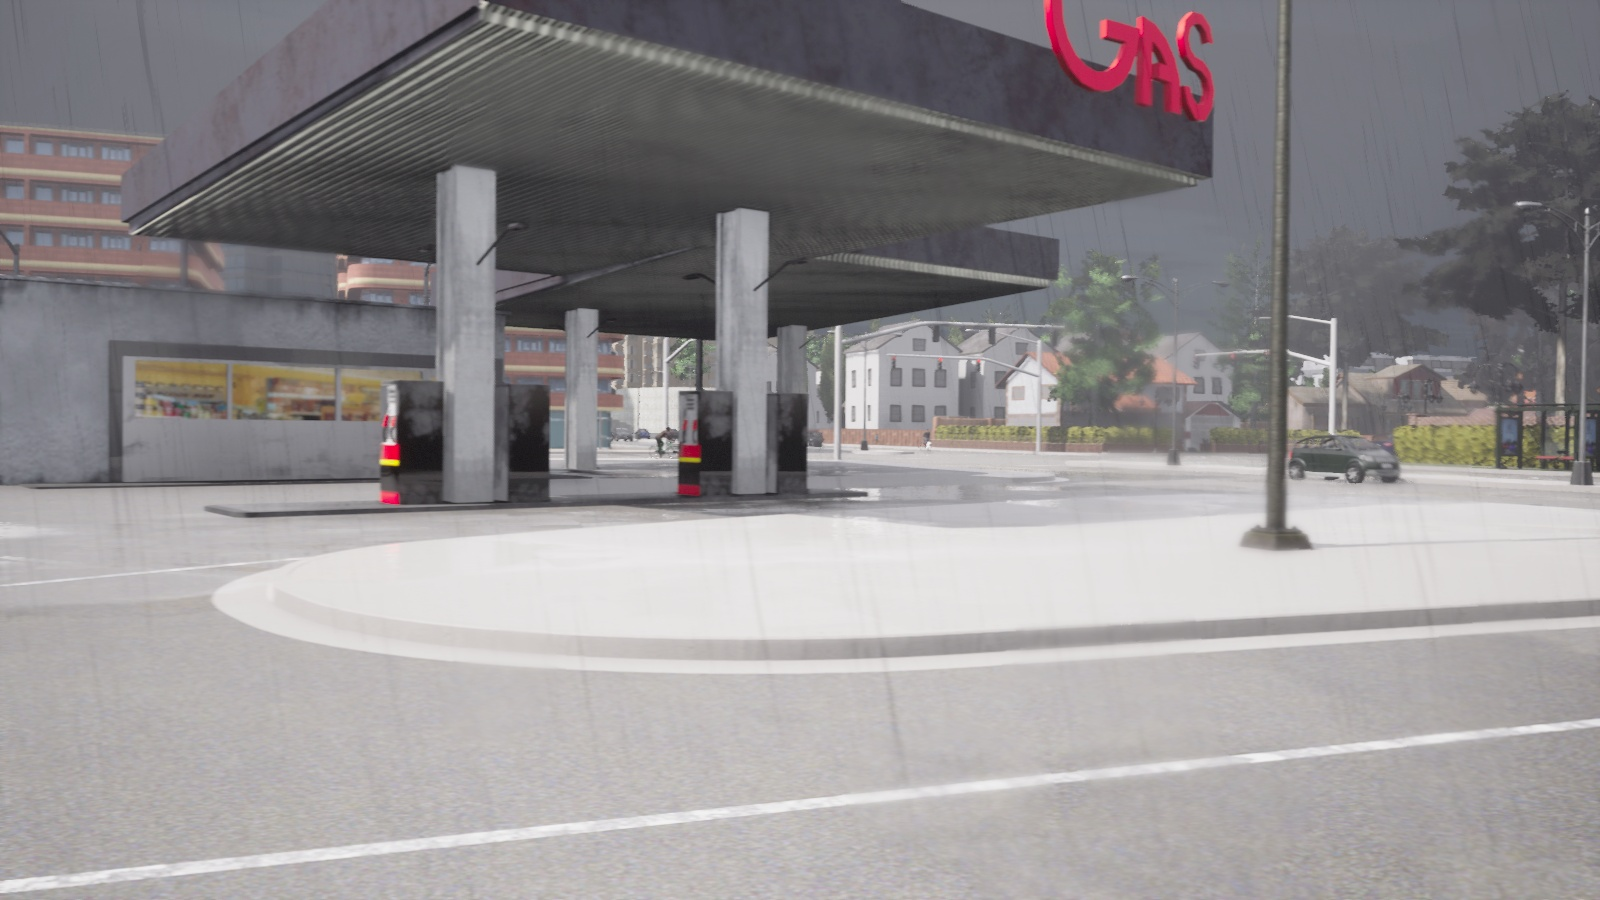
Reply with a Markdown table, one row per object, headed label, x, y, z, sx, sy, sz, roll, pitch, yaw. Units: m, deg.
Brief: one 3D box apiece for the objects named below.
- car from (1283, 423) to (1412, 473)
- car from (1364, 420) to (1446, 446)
| label | x | y | z | sx | sy | sz | roll | pitch | yaw |
| --- | --- | --- | --- | --- | --- | --- | --- | --- | --- |
| car | 17.941 | -0.087 | 41.284 | 1.789 | 1.549 | 3.705 | -1 | 1 | -21 |
| car | 39.309 | -1.107 | 81.640 | 4.611 | 1.667 | 2.242 | -1 | 1 | -22 |
